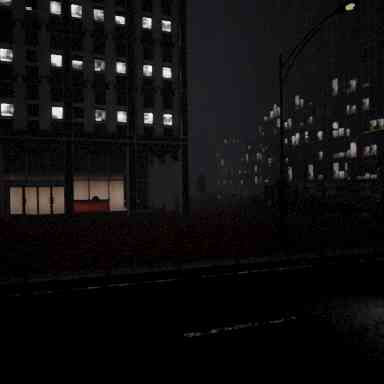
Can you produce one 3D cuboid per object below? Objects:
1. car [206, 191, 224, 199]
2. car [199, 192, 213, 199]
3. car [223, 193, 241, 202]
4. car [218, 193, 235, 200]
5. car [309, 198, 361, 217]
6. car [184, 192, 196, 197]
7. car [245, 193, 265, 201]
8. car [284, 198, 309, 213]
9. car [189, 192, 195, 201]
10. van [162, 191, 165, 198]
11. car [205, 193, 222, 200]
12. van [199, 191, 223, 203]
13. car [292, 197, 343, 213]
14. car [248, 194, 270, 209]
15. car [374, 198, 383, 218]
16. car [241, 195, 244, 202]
[{"bbox_3d":[5.194,0.634,74.955,2.192,1.841,5.009,0,1,-20],"label":"car"},{"bbox_3d":[3.248,0.706,80.296,1.967,1.590,4.097,0,1,-20],"label":"car"},{"bbox_3d":[7.817,1.024,60.178,1.812,1.442,4.674,-1,1,-20],"label":"car"},{"bbox_3d":[7.141,0.954,69.618,1.802,1.307,4.206,0,1,-20],"label":"car"},{"bbox_3d":[12.769,1.434,29.325,1.947,1.339,4.313,0,1,-20],"label":"car"},{"bbox_3d":[-0.644,0.711,90.977,2.008,1.369,4.403,0,1,-20],"label":"car"},{"bbox_3d":[9.795,1.228,45.430,2.033,1.411,5.357,-1,1,-20],"label":"car"},{"bbox_3d":[10.839,1.399,34.674,1.802,1.307,4.206,0,1,-20],"label":"car"},{"bbox_3d":[-0.733,1.056,66.749,2.008,1.369,4.403,0,1,-20],"label":"car"},{"bbox_3d":[-6.572,0.688,82.767,1.690,1.788,3.998,0,1,-20],"label":"van"},{"bbox_3d":[4.380,0.931,69.607,1.812,1.442,4.674,-1,1,-20],"label":"car"},{"bbox_3d":[3.160,0.952,56.067,1.690,1.788,3.998,0,1,-20],"label":"van"},{"bbox_3d":[13.322,1.321,35.739,2.033,1.411,5.357,-1,1,-20],"label":"car"},{"bbox_3d":[8.948,1.332,40.033,1.947,1.339,4.313,0,1,-20],"label":"car"},{"bbox_3d":[16.851,1.216,26.095,2.097,1.767,4.553,-1,1,-21],"label":"car"},{"bbox_3d":[11.034,1.060,58.938,1.802,1.307,4.206,0,1,-20],"label":"car"}]
